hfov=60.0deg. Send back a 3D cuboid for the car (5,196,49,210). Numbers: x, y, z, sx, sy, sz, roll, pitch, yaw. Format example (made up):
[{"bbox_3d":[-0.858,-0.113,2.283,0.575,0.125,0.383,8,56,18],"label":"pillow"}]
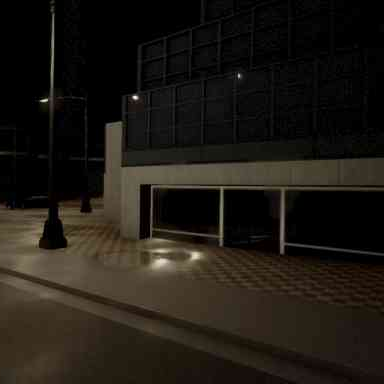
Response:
[{"bbox_3d":[-16.474,1.125,34.136,1.895,1.301,4.718,1,1,36],"label":"car"}]
